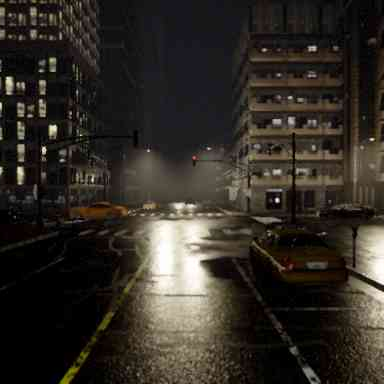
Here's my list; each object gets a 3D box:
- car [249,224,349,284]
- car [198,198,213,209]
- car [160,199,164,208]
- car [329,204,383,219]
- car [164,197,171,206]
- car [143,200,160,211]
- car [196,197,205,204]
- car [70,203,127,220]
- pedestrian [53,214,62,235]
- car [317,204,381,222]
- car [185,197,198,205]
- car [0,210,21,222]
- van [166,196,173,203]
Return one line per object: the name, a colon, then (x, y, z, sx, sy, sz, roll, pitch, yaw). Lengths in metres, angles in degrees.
car: (2.759, 1.609, 9.675, 1.752, 1.417, 4.829, -1, 0, 0)
car: (2.394, 2.009, 53.112, 2.008, 1.369, 4.403, -1, 0, 0)
car: (-5.985, 2.025, 53.066, 1.947, 1.339, 4.313, -1, 0, 0)
car: (16.141, 1.911, 32.710, 4.403, 1.369, 2.008, 0, 0, 1)
car: (-6.077, 2.151, 70.029, 1.887, 1.381, 4.507, -1, 0, 0)
car: (-5.954, 1.934, 47.243, 1.752, 1.417, 4.829, -1, 0, 0)
car: (2.209, 2.193, 87.039, 1.967, 1.590, 4.097, -1, 0, 0)
car: (-8.520, 1.707, 30.343, 5.008, 1.535, 1.882, 1, 0, 0)
pedestrian: (-7.391, 1.453, 18.374, 0.375, 1.860, 0.375, -1, 0, 0)
car: (13.876, 1.853, 30.151, 4.902, 1.511, 2.128, 0, 0, 1)
car: (-0.379, 1.985, 72.795, 2.097, 1.767, 4.553, 0, 0, 0)
car: (-16.691, 1.735, 27.215, 4.718, 1.301, 1.895, 0, 0, 0)
van: (-6.203, 2.145, 92.648, 1.690, 1.788, 3.998, -1, 0, 0)
